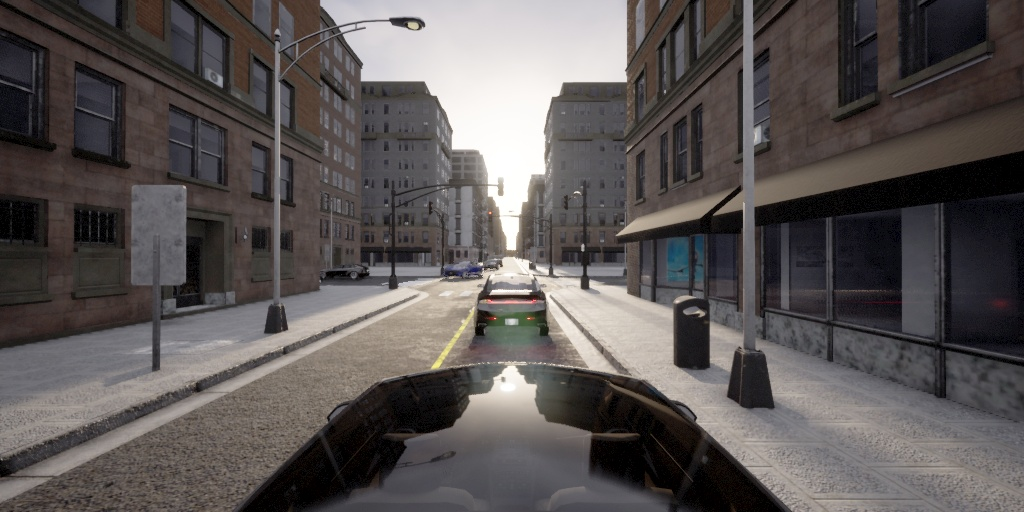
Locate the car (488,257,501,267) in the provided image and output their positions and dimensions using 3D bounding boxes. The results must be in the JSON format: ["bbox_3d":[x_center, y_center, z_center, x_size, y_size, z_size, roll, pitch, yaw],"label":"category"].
[{"bbox_3d":[-2.858,1.221,50.559,1.837,1.490,4.892,0,0,0],"label":"car"}]

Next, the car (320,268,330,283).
[{"bbox_3d":[-14.775,1.289,23.491,4.313,1.339,1.948,0,0,0],"label":"car"}]

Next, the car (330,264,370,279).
[{"bbox_3d":[-14.772,1.330,31.517,4.313,1.339,1.948,0,0,0],"label":"car"}]

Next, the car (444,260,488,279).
[{"bbox_3d":[-4.284,1.218,32.531,1.882,1.535,5.008,1,0,20],"label":"car"}]

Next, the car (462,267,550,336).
[{"bbox_3d":[-0.002,1.242,10.349,2.128,1.511,4.902,0,0,0],"label":"car"}]

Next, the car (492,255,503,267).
[{"bbox_3d":[-2.824,0.919,64.936,2.150,2.045,5.566,0,0,0],"label":"car"}]
